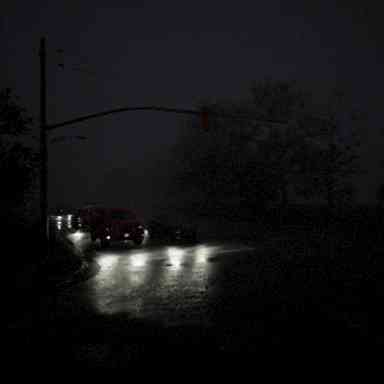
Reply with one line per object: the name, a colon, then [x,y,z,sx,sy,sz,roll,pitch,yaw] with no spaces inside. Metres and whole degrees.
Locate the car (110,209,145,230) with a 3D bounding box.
car: [-5.994,2.431,30.525,1.882,1.535,5.008,0,-1,-26]

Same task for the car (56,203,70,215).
car: [-18.375,2.439,47.749,1.837,1.490,4.892,0,0,-26]

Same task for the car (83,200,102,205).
car: [-13.945,2.157,46.641,2.150,2.045,5.566,0,0,-26]

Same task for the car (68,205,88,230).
car: [-9.420,2.331,29.554,2.097,1.767,4.553,0,0,-26]

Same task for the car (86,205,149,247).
car: [-4.649,1.993,19.936,2.150,2.045,5.566,0,-2,-26]

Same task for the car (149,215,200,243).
car: [-1.223,2.213,20.913,1.882,1.535,5.008,0,-2,-26]
